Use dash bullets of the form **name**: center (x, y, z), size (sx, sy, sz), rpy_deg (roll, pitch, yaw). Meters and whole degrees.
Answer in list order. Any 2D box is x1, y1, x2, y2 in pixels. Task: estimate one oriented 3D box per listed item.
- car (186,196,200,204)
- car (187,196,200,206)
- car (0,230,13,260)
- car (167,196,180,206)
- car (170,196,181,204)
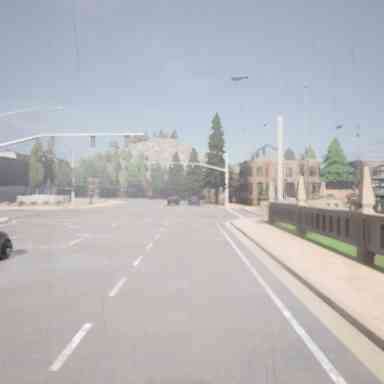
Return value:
- **car**: center (0.178, 1.498, 65.132), size (2.033, 1.411, 5.357), rpy_deg (0, 0, -6)
- **car**: center (0.383, 1.452, 54.788), size (2.128, 1.511, 4.902), rpy_deg (0, 0, 0)
- **car**: center (-7.062, 1.557, 9.533), size (1.994, 1.385, 4.181), rpy_deg (0, 0, 0)
- **car**: center (-3.117, 1.465, 54.779), size (1.837, 1.490, 4.892), rpy_deg (0, 0, 0)
- **car**: center (-3.315, 1.472, 64.907), size (1.812, 1.442, 4.674), rpy_deg (0, 0, -6)
